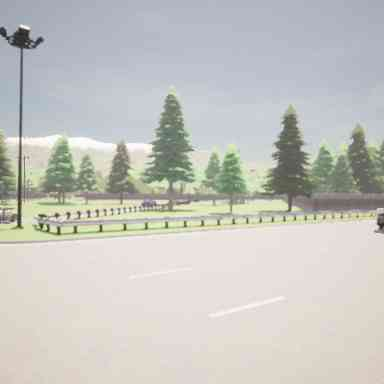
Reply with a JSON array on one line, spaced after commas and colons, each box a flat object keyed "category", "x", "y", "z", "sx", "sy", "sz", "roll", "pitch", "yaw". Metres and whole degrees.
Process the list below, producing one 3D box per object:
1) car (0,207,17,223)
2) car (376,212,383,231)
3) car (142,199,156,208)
[{"category": "car", "x": -14.795, "y": 1.624, "z": 24.241, "sx": 1.812, "sy": 1.442, "sz": 4.674, "roll": 0, "pitch": -1, "yaw": 20}, {"category": "car", "x": 14.174, "y": 1.820, "z": 22.081, "sx": 4.902, "sy": 1.511, "sz": 2.128, "roll": 1, "pitch": -1, "yaw": -35}, {"category": "car", "x": -7.554, "y": 2.008, "z": 58.551, "sx": 1.812, "sy": 1.442, "sz": 4.674, "roll": 0, "pitch": -1, "yaw": 6}]
